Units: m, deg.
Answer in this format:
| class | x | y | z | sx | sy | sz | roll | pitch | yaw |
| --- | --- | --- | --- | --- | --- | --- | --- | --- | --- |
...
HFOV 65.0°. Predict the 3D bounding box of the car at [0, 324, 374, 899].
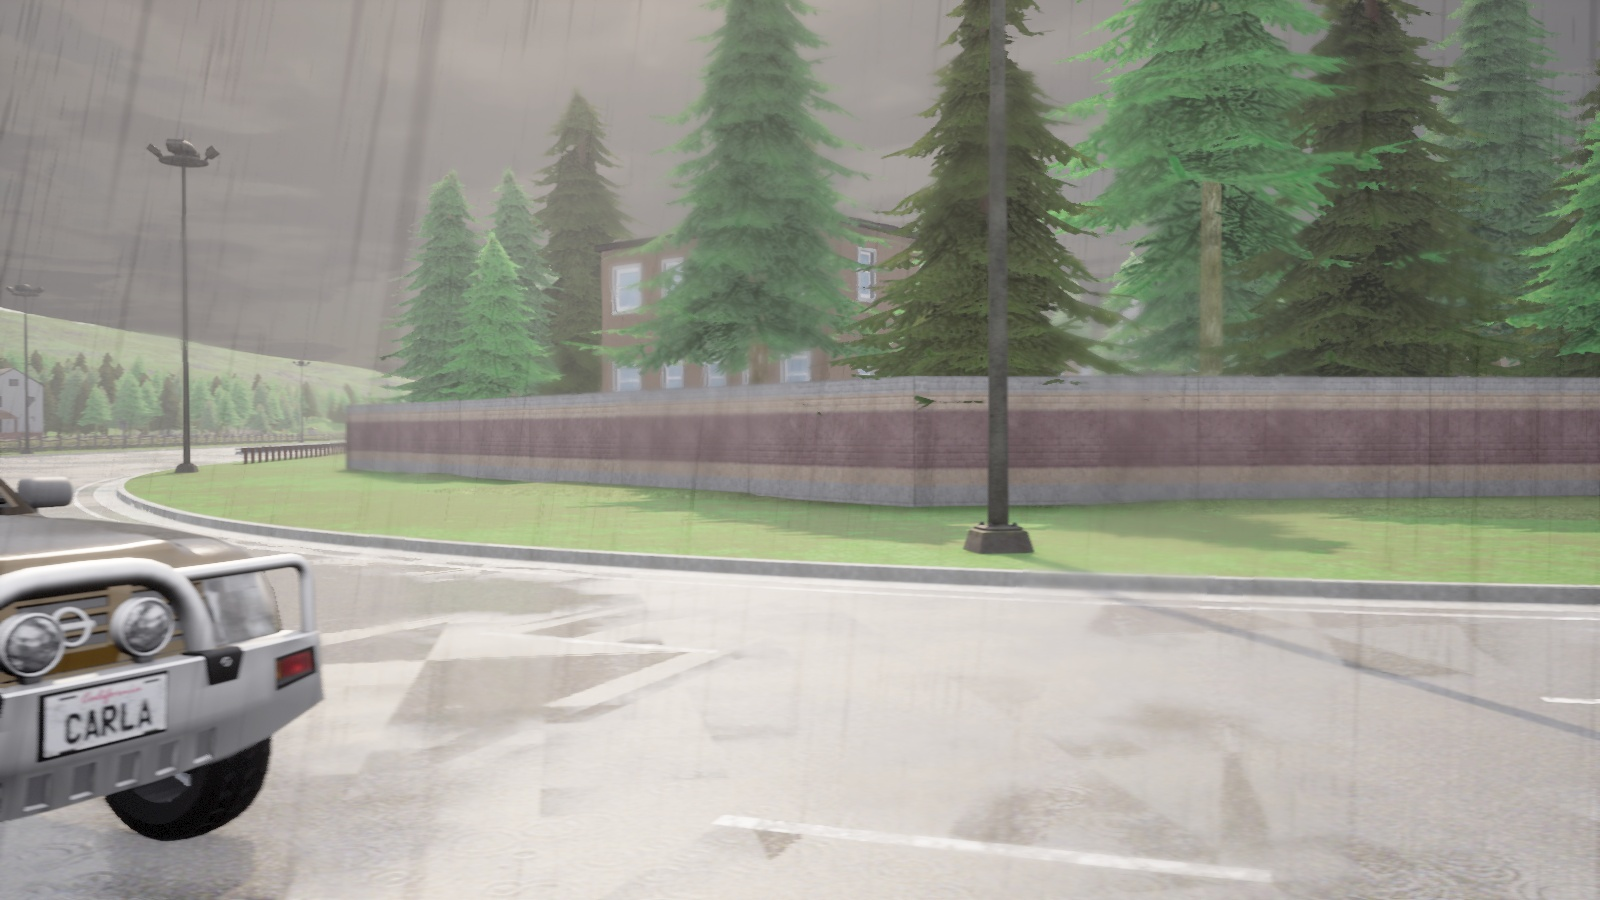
| class | x | y | z | sx | sy | sz | roll | pitch | yaw |
| --- | --- | --- | --- | --- | --- | --- | --- | --- | --- |
| car | -4.069 | 0.555 | 4.781 | 4.605 | 1.855 | 1.932 | 1 | 1 | 26 |
